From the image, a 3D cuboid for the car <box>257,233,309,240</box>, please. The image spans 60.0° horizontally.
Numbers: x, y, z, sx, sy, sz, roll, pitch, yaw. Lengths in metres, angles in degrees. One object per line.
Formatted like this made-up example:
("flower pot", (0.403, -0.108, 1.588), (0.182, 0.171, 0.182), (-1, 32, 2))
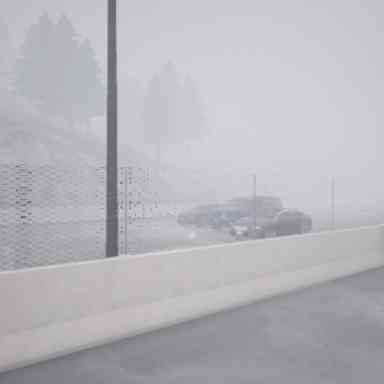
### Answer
("car", (3.963, 1.517, 16.121), (4.902, 1.511, 2.128), (0, 0, -40))
